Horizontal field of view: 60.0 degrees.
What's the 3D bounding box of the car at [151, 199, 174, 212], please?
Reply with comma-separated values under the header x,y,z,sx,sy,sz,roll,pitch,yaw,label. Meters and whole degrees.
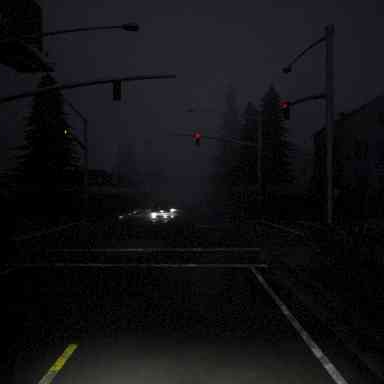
x,y,z,sx,sy,sz,roll,pitch,yaw,label
-3.468,1.564,37.691,1.994,1.385,4.181,0,0,0,car
